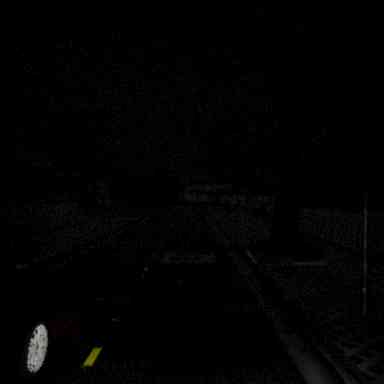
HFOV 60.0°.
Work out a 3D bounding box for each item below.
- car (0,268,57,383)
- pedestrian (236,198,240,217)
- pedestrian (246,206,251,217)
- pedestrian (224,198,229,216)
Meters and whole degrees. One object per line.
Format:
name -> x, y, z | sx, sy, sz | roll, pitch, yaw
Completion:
car -> -2.851, 1.503, 2.715 | 1.882, 1.535, 5.008 | 0, -1, 0
pedestrian -> 4.466, 1.461, 32.030 | 0.375, 1.860, 0.375 | -3, 3, 0
pedestrian -> 5.465, 1.846, 32.648 | 0.500, 1.100, 0.500 | -3, 3, 0
pedestrian -> 3.464, 1.473, 33.228 | 0.375, 1.860, 0.375 | -3, 3, 0
